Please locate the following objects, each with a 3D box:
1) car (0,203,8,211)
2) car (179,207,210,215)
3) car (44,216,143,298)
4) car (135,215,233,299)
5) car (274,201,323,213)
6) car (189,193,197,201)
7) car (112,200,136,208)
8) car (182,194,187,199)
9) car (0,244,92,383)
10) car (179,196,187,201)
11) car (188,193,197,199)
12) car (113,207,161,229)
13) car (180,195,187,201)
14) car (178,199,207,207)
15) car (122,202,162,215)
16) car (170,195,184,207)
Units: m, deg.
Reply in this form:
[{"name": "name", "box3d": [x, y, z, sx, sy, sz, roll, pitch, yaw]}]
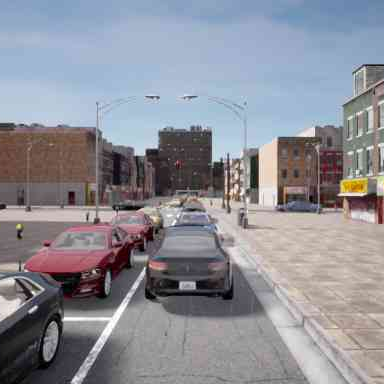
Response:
[{"name": "car", "box3d": [-22.696, 1.446, 36.617, 4.181, 1.385, 1.994, 0, 0, 0]}, {"name": "car", "box3d": [0.134, 1.611, 15.756, 1.895, 1.301, 4.718, 0, 0, 0]}, {"name": "car", "box3d": [-2.612, 1.548, 8.529, 1.887, 1.381, 4.507, 0, 0, 0]}, {"name": "car", "box3d": [-0.034, 1.530, 8.323, 1.812, 1.442, 4.674, 0, 0, 1]}, {"name": "car", "box3d": [12.678, 1.758, 39.657, 5.357, 1.411, 2.033, 1, 0, 0]}, {"name": "car", "box3d": [0.234, 1.282, 92.001, 2.150, 2.045, 5.566, 0, 0, 0]}, {"name": "car", "box3d": [-6.594, 1.605, 37.442, 4.718, 1.301, 1.895, 0, 0, -13]}, {"name": "car", "box3d": [-2.489, 1.413, 56.918, 2.192, 1.841, 5.009, 0, 0, 0]}, {"name": "car", "box3d": [-2.626, 1.552, 3.035, 2.008, 1.369, 4.403, 0, 0, 0]}, {"name": "car", "box3d": [-2.407, 1.760, 89.582, 1.887, 1.381, 4.507, 0, 0, 0]}, {"name": "car", "box3d": [0.208, 1.533, 81.937, 2.097, 1.767, 4.553, 0, 0, 0]}, {"name": "car", "box3d": [-2.598, 1.553, 14.023, 1.887, 1.381, 4.507, 0, 0, 0]}, {"name": "car", "box3d": [-2.393, 1.675, 95.027, 1.967, 1.590, 4.097, 0, 0, 0]}, {"name": "car", "box3d": [0.177, 1.530, 26.057, 1.837, 1.490, 4.892, 0, 0, 2]}, {"name": "car", "box3d": [-2.585, 1.540, 19.347, 1.752, 1.417, 4.829, 0, 0, 0]}, {"name": "car", "box3d": [-2.504, 1.607, 51.305, 1.752, 1.417, 4.829, 0, 0, 0]}]
